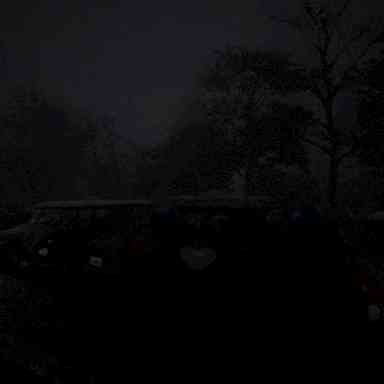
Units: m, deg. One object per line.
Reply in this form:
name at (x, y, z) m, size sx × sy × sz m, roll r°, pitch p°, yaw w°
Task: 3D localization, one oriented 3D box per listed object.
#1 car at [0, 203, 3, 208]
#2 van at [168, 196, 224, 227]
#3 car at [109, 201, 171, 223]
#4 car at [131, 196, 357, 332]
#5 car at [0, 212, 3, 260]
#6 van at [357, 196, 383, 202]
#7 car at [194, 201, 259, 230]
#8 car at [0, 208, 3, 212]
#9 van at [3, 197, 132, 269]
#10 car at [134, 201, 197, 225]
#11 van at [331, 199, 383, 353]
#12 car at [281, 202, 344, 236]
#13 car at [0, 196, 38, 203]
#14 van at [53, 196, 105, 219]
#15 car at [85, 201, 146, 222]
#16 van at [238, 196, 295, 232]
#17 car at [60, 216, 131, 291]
car at (-11.914, 1.570, 16.776) m, size 2.097 × 1.535 × 5.008 m, roll -1°, pitch 0°, yaw 36°
van at (0.418, 1.289, 24.174) m, size 1.878 × 1.987 × 4.442 m, roll -1°, pitch 0°, yaw 36°
car at (-4.158, 1.567, 27.297) m, size 2.097 × 1.535 × 5.008 m, roll -1°, pitch 0°, yaw 36°
car at (1.632, 1.176, 7.114) m, size 2.435 × 2.045 × 5.566 m, roll 0°, pitch 0°, yaw 36°
car at (-5.141, 1.531, 11.928) m, size 2.002 × 1.452 × 4.674 m, roll -1°, pitch 0°, yaw 36°
van at (9.172, 1.201, 17.624) m, size 1.878 × 1.987 × 4.442 m, roll 0°, pitch 0°, yaw 36°
car at (2.498, 1.486, 22.315) m, size 1.946 × 1.575 × 5.366 m, roll -1°, pitch 0°, yaw 36°
car at (-7.419, 1.547, 13.518) m, size 2.163 × 1.488 × 4.792 m, roll -1°, pitch 0°, yaw 36°
van at (-2.955, 1.239, 10.217) m, size 1.878 × 1.987 × 4.442 m, roll -1°, pitch 0°, yaw 36°
car at (-1.905, 1.542, 25.684) m, size 2.231 × 1.521 × 4.892 m, roll -1°, pitch 0°, yaw 36°
van at (3.805, 1.220, 5.381) m, size 1.878 × 1.987 × 4.442 m, roll 0°, pitch 0°, yaw 36°
car at (7.112, 1.436, 19.247) m, size 2.097 × 1.535 × 5.008 m, roll -1°, pitch 0°, yaw 36°
car at (-17.656, 1.480, 36.994) m, size 2.435 × 2.045 × 5.566 m, roll -1°, pitch -1°, yaw 36°
van at (-10.848, 1.420, 32.233) m, size 1.878 × 1.987 × 4.442 m, roll -1°, pitch 0°, yaw 36°
car at (-6.513, 1.594, 28.982) m, size 2.097 × 1.535 × 5.008 m, roll -1°, pitch 0°, yaw 36°
van at (4.787, 1.237, 20.761) m, size 1.878 × 1.987 × 4.442 m, roll -1°, pitch 0°, yaw 36°
car at (-0.606, 1.468, 8.716) m, size 2.163 × 1.488 × 4.792 m, roll 0°, pitch 0°, yaw 36°
